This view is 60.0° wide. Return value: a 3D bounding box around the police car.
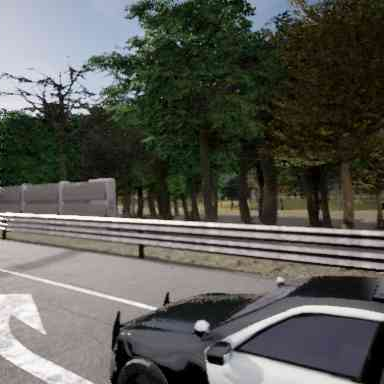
[{"bbox_3d":[1.330,1.511,2.921,4.974,1.542,2.038,-1,-1,36],"label":"police car"}]
